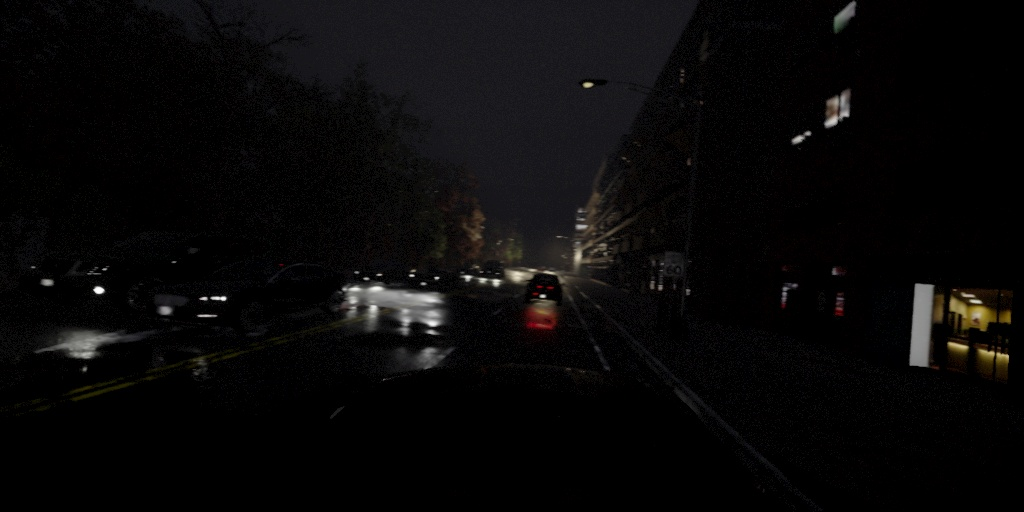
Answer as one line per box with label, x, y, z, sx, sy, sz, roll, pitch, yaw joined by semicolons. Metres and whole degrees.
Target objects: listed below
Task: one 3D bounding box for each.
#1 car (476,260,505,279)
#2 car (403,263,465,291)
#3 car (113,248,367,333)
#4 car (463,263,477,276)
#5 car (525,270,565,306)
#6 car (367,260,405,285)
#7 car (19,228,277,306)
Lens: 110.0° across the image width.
car;-2.127;1.486;41.843;2.150;2.045;5.566;5;-1;7
car;-4.577;1.280;21.828;1.895;1.301;4.718;5;-1;7
car;-6.059;0.808;9.014;2.128;1.511;4.902;5;-1;7
car;-5.254;1.545;43.167;2.033;1.411;5.357;5;-1;7
car;1.788;1.737;19.582;1.837;1.490;4.892;5;-1;7
car;-7.748;0.946;22.540;2.033;1.411;5.357;5;-1;7
car;-9.169;0.271;10.086;2.150;2.045;5.566;5;-1;7
